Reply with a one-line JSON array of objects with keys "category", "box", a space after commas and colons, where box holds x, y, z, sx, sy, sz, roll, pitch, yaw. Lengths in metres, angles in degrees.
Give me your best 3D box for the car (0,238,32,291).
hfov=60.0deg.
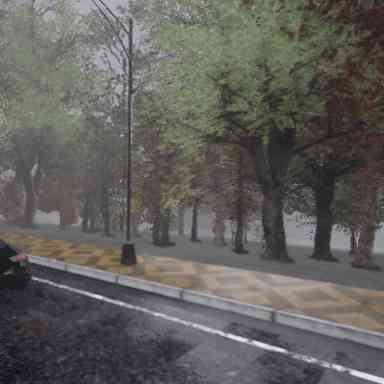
[{"category": "car", "box": [-5.543, 1.481, 7.607, 4.181, 1.385, 1.994, 1, 0, 35]}]
